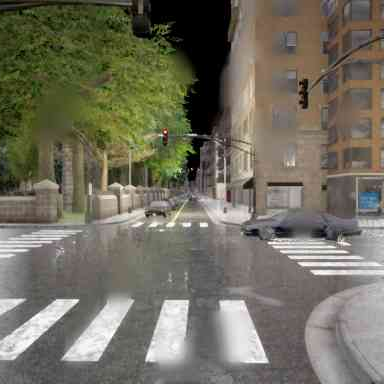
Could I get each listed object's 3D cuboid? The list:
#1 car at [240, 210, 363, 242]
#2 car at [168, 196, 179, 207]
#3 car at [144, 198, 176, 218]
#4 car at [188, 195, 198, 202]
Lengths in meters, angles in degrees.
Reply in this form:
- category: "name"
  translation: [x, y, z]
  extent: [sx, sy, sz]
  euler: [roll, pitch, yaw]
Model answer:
- category: "car"
  translation: [5.052, 1.554, 15.736]
  extent: [5.357, 1.411, 2.033]
  euler: [0, 0, 1]
- category: "car"
  translation: [-2.997, 1.465, 40.780]
  extent: [1.837, 1.490, 4.892]
  euler: [0, 0, 0]
- category: "car"
  translation: [-2.998, 1.526, 30.708]
  extent: [2.033, 1.411, 5.357]
  euler: [0, 0, 4]
- category: "car"
  translation: [0.210, 1.424, 70.816]
  extent: [1.812, 1.442, 4.674]
  euler: [0, 0, 0]
